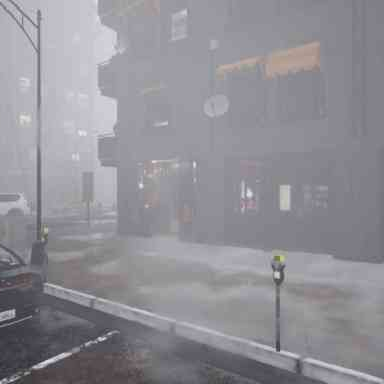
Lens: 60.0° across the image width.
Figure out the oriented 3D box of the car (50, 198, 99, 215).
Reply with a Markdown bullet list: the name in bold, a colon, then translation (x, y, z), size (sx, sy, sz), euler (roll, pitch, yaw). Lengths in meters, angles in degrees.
- **car**: translation (-10.862, 1.250, 30.526), size (1.752, 1.417, 4.829), euler (1, 1, 35)

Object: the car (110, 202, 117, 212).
- **car**: translation (-6.041, 1.224, 32.901), size (1.994, 1.385, 4.181), euler (0, 1, 35)

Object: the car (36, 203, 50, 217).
- **car**: translation (-13.964, 1.350, 26.110), size (2.008, 1.369, 4.403), euler (1, 1, 35)

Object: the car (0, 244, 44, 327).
- **car**: translation (-4.456, 1.551, 6.073), size (4.403, 1.369, 2.008), euler (0, 0, 36)

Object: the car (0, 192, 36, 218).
- **car**: translation (-13.851, 1.065, 22.188), size (2.150, 2.045, 5.566), euler (0, 1, 38)
